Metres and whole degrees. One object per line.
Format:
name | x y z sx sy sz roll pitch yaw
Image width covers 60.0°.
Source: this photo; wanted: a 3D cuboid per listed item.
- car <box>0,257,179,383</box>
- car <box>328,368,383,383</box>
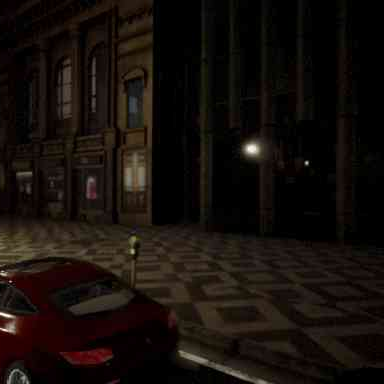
car | -2.084 1.554 4.446 4.206 1.307 1.802 0 0 35
car | 2.478 1.576 1.194 4.313 1.339 1.947 0 0 35
